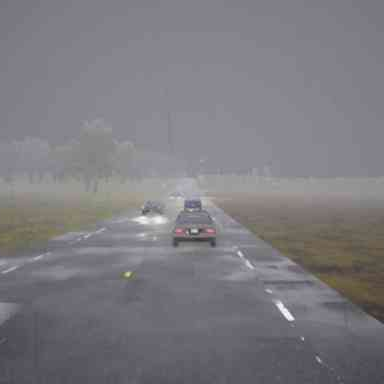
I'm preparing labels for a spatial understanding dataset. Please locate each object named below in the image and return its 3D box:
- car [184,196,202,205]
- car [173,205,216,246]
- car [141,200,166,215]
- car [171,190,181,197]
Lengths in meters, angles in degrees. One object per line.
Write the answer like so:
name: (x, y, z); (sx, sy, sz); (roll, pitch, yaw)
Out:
car: (0.094, 1.192, 37.622); (1.882, 1.535, 5.008); (0, 1, 0)
car: (0.097, 1.529, 15.261); (2.033, 1.411, 5.357); (0, 0, 0)
car: (-3.602, 1.418, 31.601); (1.895, 1.301, 4.718); (0, 1, 0)
car: (-3.510, 0.205, 73.589); (1.882, 1.535, 5.008); (0, 2, 0)
